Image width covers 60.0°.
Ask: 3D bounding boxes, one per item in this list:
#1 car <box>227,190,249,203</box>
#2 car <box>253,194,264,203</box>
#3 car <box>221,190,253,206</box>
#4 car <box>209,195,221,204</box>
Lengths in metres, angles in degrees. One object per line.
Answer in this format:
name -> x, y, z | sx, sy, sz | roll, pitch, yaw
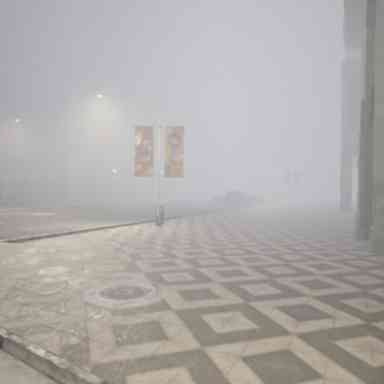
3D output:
car -> 7.997, 0.743, 57.754 | 2.150, 2.045, 5.566 | 1, 1, 26
car -> 10.907, 1.063, 56.317 | 2.128, 1.511, 4.902 | 1, 1, 26
car -> 6.438, 0.830, 46.965 | 2.150, 2.045, 5.566 | 1, 1, 26
car -> 4.367, 1.153, 50.176 | 1.895, 1.301, 4.718 | 1, 1, 26
